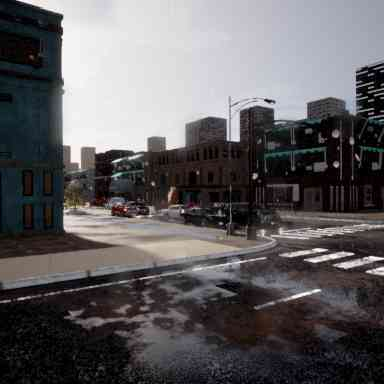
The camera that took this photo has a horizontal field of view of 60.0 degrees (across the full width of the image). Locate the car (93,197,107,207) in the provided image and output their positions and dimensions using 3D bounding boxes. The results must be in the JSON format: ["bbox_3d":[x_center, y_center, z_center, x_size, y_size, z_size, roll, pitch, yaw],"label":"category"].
[{"bbox_3d":[-16.398,1.940,63.376,2.192,1.841,5.009,-1,0,-35],"label":"car"}]

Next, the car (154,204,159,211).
[{"bbox_3d":[-3.583,1.966,45.316,1.802,1.307,4.206,-2,0,-35],"label":"car"}]

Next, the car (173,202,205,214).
[{"bbox_3d":[-0.381,1.904,40.802,1.802,1.307,4.206,-2,0,-35],"label":"car"}]

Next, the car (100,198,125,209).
[{"bbox_3d":[-12.734,2.145,53.759,1.895,1.301,4.718,-1,0,-35],"label":"car"}]

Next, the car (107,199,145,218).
[{"bbox_3d":[-7.219,1.846,35.952,1.967,1.590,4.097,-1,0,-35],"label":"car"}]

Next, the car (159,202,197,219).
[{"bbox_3d":[-0.906,1.898,31.549,1.895,1.301,4.718,-1,0,-35],"label":"car"}]

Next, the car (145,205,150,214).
[{"bbox_3d":[-6.814,1.918,39.890,1.837,1.490,4.892,-1,0,-35],"label":"car"}]

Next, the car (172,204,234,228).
[{"bbox_3d":[0.713,1.814,24.563,1.947,1.339,4.313,-1,0,-35],"label":"car"}]

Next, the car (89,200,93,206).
[{"bbox_3d":[-19.594,2.228,67.891,1.887,1.381,4.507,-1,0,-35],"label":"car"}]

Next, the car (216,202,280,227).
[{"bbox_3d":[4.189,1.547,24.246,2.097,1.767,4.553,-1,0,-34],"label":"car"}]

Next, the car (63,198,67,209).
[{"bbox_3d":[-23.129,2.233,58.388,1.752,1.417,4.829,-1,0,-35],"label":"car"}]
